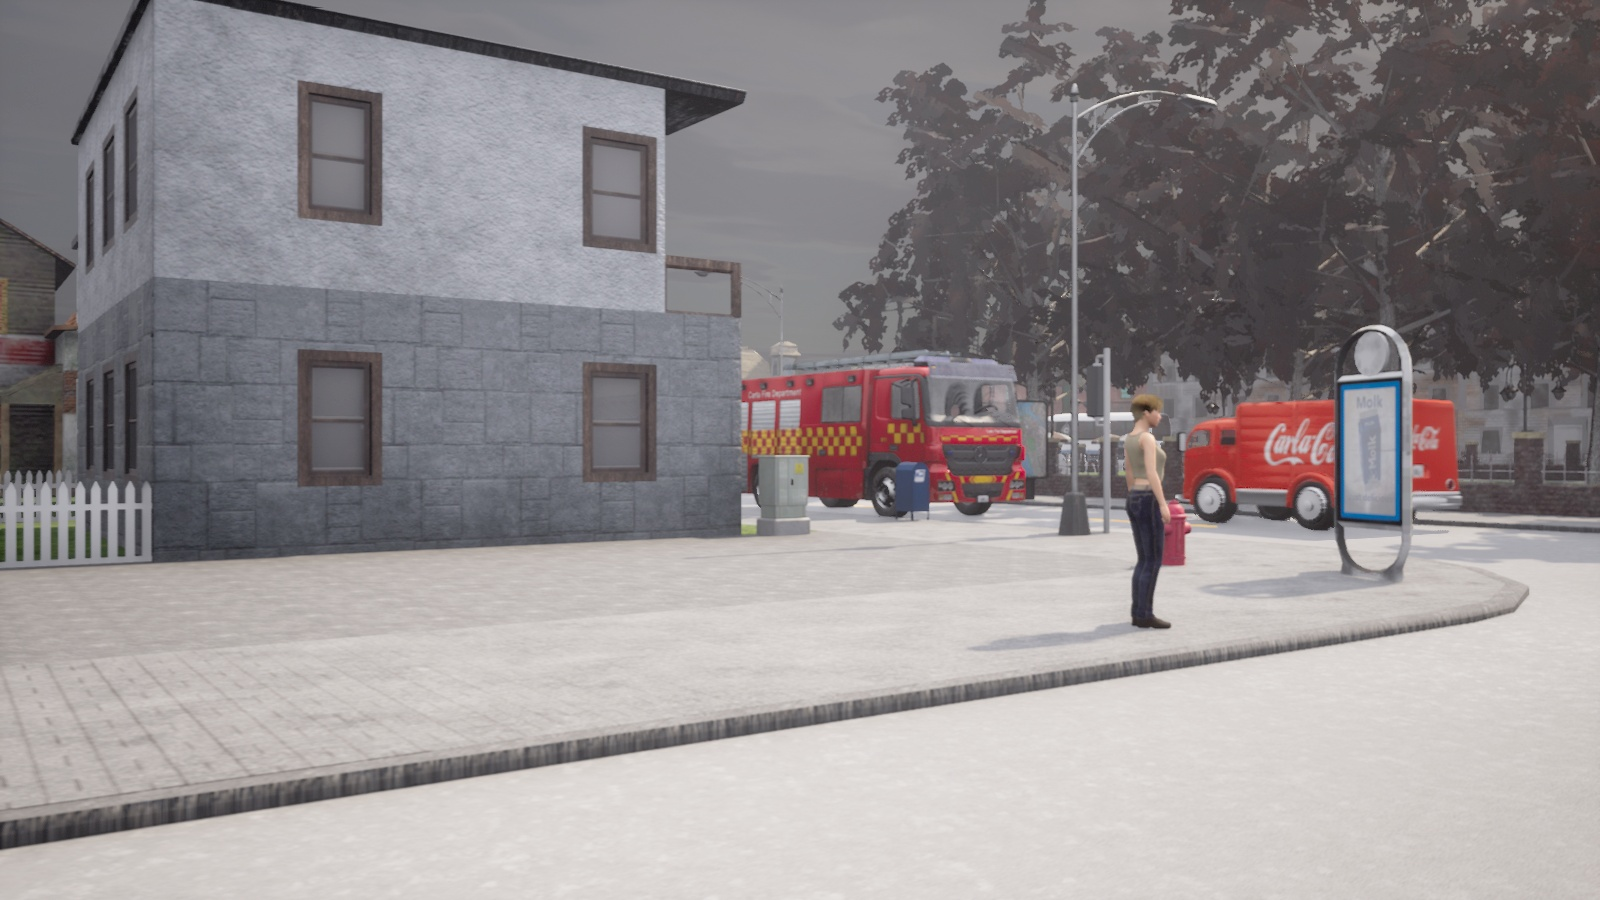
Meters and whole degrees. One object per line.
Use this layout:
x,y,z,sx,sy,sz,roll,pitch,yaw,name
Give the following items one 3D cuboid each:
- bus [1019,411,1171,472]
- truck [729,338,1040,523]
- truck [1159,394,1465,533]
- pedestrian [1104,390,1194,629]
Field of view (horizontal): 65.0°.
21.599,-0.626,92.388,10.273,4.253,3.944,0,1,43,bus
1.707,-0.393,30.396,2.891,3.827,8.468,0,0,-34,truck
10.039,0.245,25.137,2.627,2.467,5.204,0,0,-28,truck
2.732,0.455,9.851,0.594,1.836,0.345,0,0,-3,pedestrian
